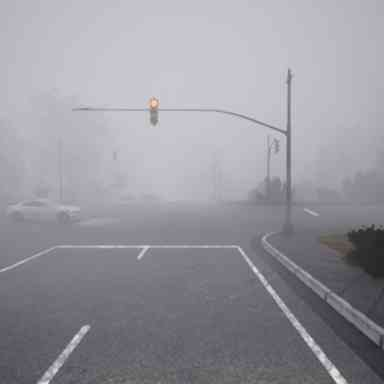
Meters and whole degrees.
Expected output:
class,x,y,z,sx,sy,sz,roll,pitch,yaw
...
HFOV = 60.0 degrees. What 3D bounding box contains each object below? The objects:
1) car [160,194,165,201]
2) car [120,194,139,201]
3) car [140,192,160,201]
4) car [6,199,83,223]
class,x,y,z,sx,sy,sz,roll,pitch,yaw
car,-6.861,1.186,70.626,1.882,1.535,5.008,0,-2,0
car,-10.479,0.903,54.766,1.895,1.301,4.718,0,-1,0
car,-6.975,0.795,55.446,1.882,1.535,5.008,0,-1,0
car,-9.547,1.197,21.632,4.674,1.442,1.812,0,1,2
